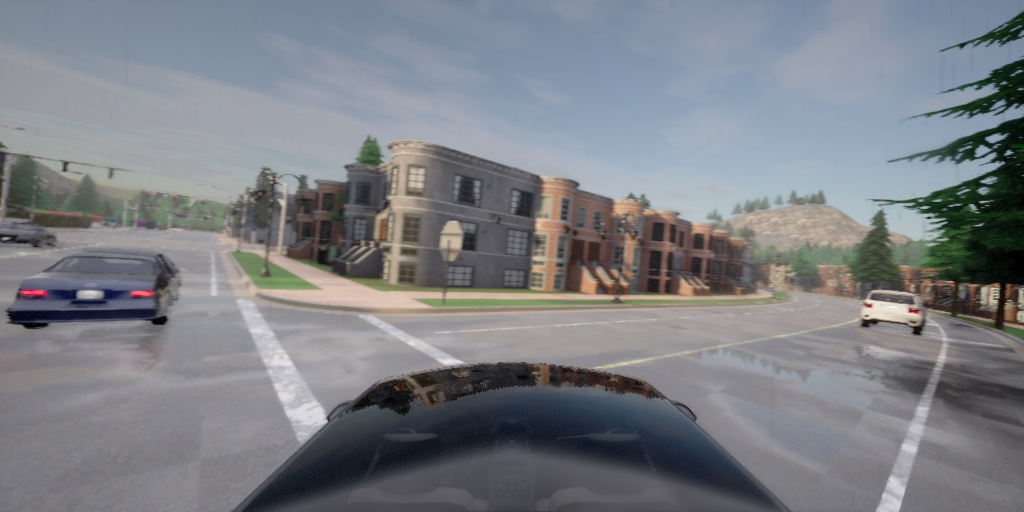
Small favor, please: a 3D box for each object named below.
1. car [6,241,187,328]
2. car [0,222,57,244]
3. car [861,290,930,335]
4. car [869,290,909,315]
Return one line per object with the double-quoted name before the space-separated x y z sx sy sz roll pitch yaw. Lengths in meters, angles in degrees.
"car" -8.528 0.543 7.815 2.033 1.411 5.357 6 0 -40
"car" -29.081 -1.264 21.284 1.994 1.385 4.181 6 0 -40
"car" 20.935 2.954 19.609 5.566 2.045 2.150 6 0 -39
"car" 38.293 4.641 36.555 2.150 2.045 5.566 5 0 41
